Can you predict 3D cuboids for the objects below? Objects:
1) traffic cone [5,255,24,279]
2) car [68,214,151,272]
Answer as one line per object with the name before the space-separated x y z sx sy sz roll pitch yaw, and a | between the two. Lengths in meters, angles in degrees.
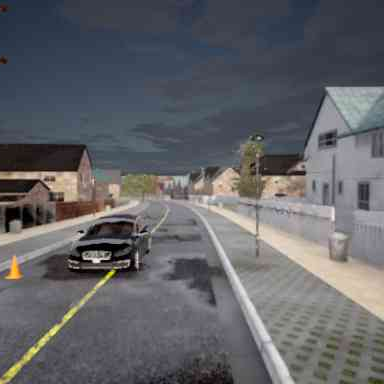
traffic cone | -4.722 1.972 8.860 0.340 0.580 0.340 0 0 0
car | -2.453 1.527 10.933 1.837 1.490 4.892 0 0 0
